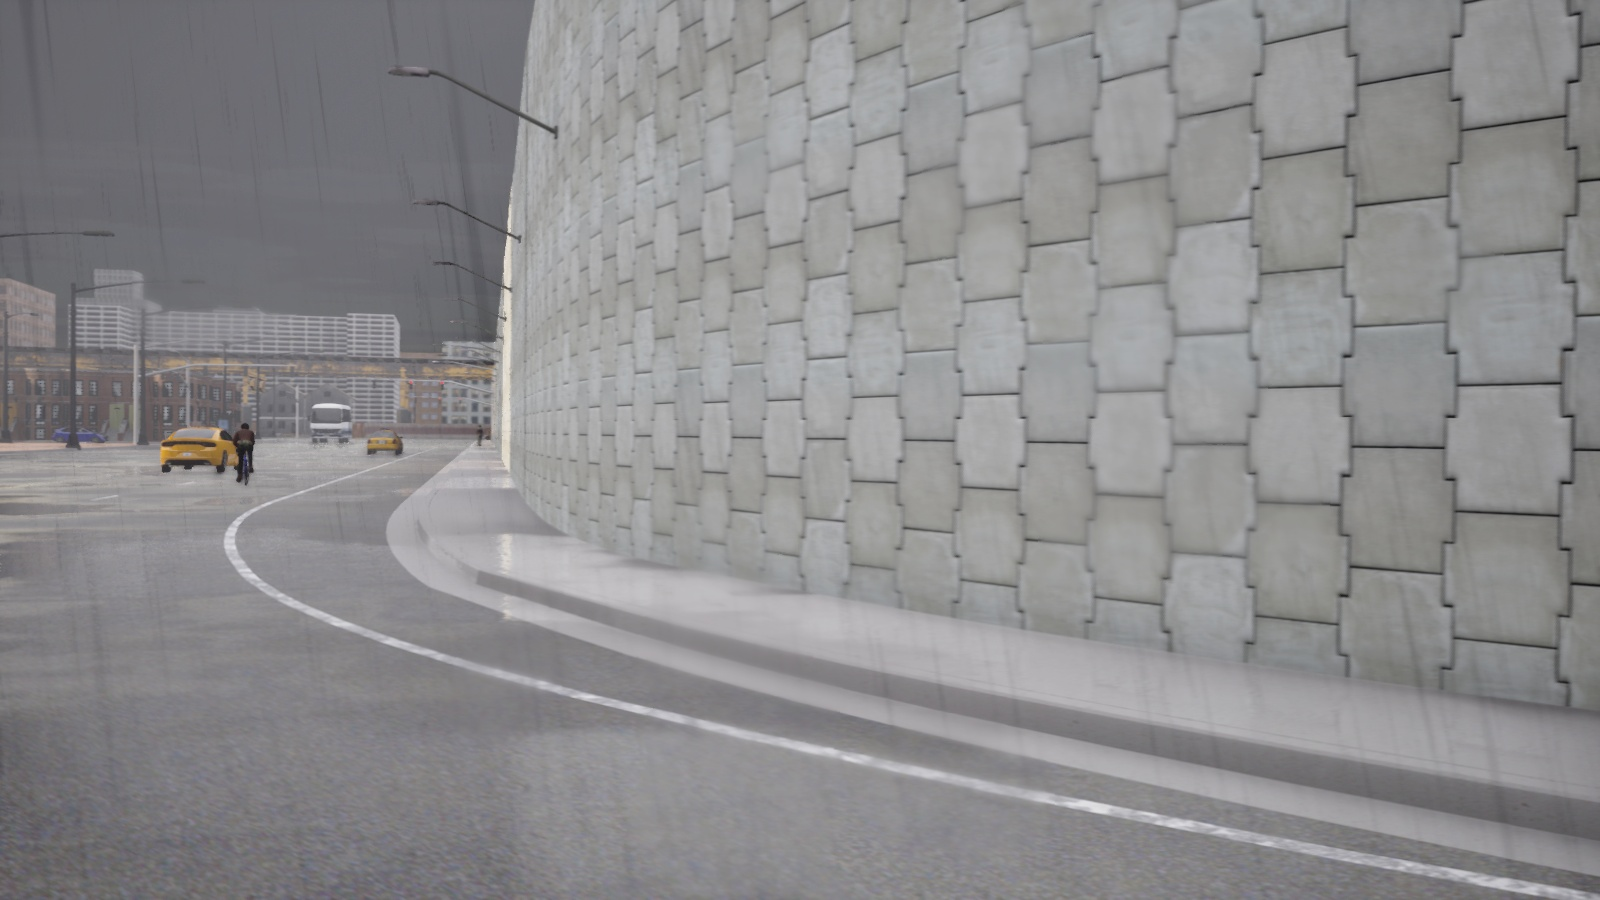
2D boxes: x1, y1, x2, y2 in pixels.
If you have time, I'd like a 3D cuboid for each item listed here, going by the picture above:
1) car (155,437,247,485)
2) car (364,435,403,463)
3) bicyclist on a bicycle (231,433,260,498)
[{"bbox_3d":[-20.423,0.328,43.043,1.882,1.535,5.008,-1,1,-14],"label":"car"},{"bbox_3d":[-24.805,-0.087,74.943,1.801,1.575,5.366,-1,1,-14],"label":"car"},{"bbox_3d":[-14.330,0.388,32.450,0.582,1.620,1.656,-1,0,-26],"label":"bicyclist on a bicycle"}]
